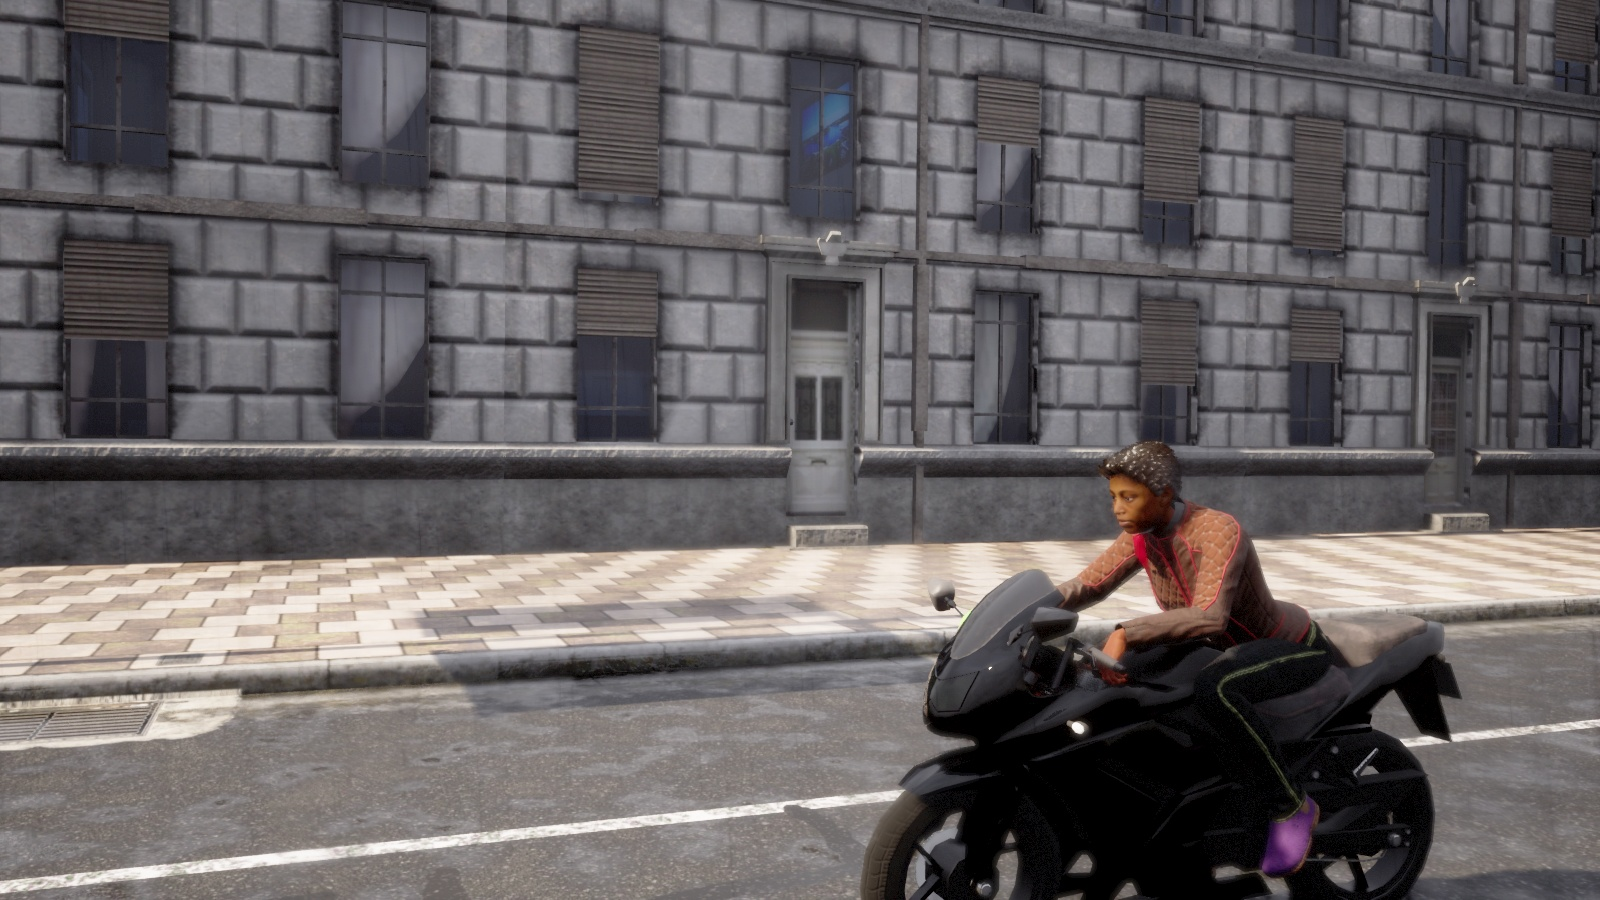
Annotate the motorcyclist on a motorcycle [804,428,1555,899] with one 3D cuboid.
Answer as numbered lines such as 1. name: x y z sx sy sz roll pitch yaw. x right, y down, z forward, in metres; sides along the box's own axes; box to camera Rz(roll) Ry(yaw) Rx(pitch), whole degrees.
1. motorcyclist on a motorcycle: 1.116 0.708 3.691 2.044 1.523 0.797 -1 1 -21
